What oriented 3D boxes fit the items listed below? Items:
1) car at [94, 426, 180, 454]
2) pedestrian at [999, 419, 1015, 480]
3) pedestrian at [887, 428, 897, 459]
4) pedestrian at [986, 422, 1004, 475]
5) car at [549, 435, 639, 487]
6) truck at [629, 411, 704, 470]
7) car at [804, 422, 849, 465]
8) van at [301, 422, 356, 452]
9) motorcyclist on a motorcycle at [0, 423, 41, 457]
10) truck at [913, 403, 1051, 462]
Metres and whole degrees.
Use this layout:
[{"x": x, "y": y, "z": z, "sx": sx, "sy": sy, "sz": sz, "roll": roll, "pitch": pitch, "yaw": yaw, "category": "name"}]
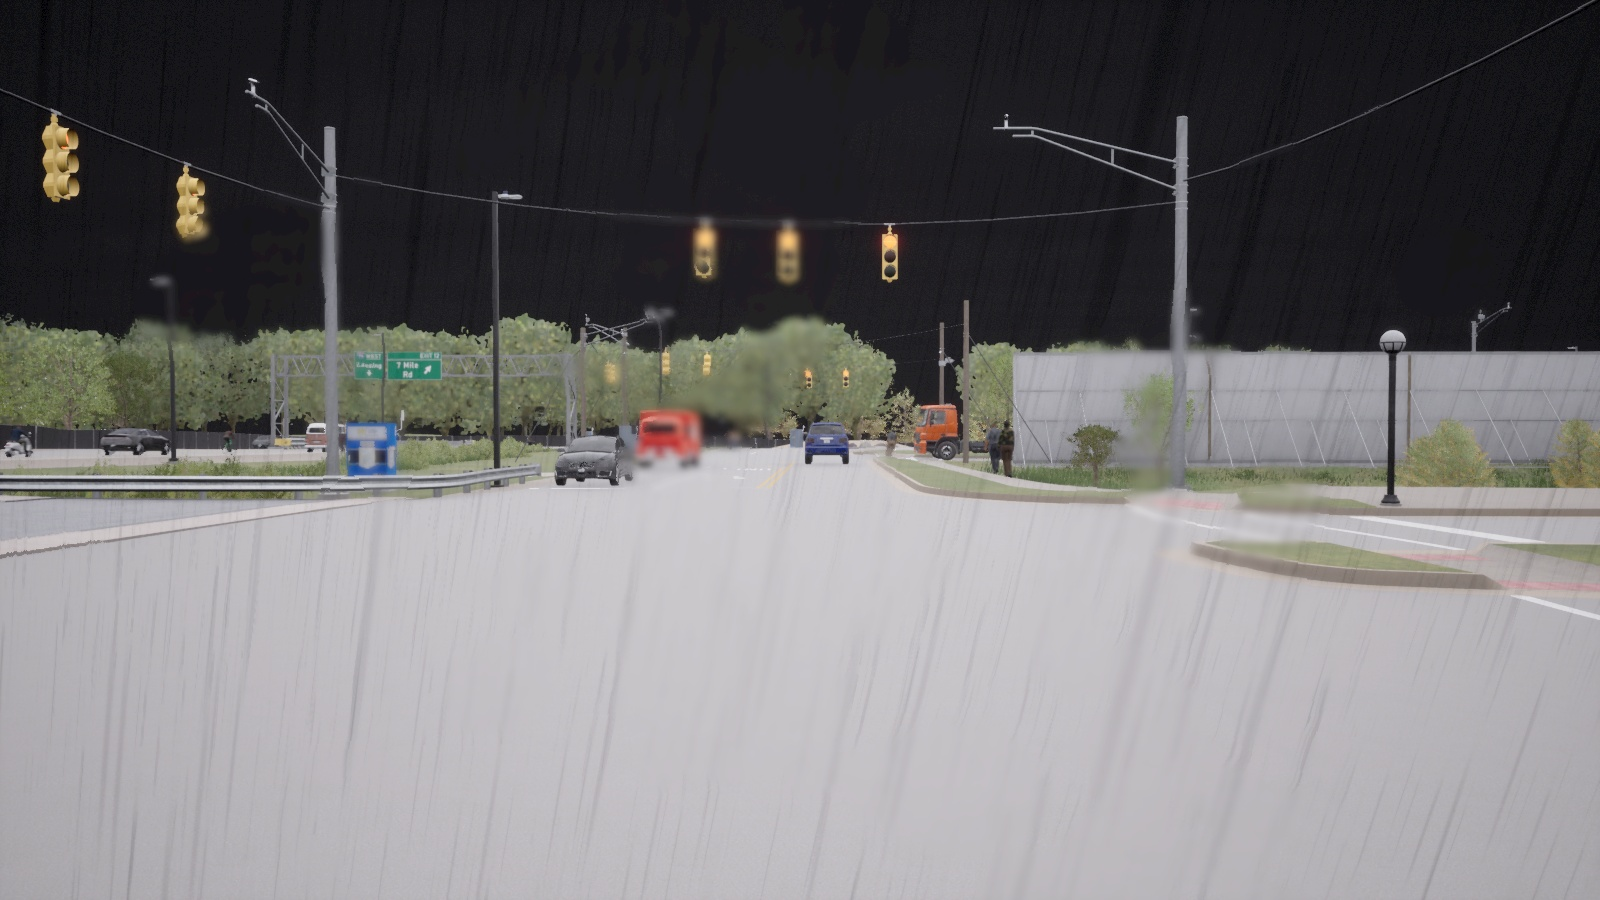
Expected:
[{"x": -36.727, "y": -0.541, "z": 69.722, "sx": 2.128, "sy": 1.511, "sz": 4.902, "roll": 0, "pitch": 0, "yaw": 1, "category": "car"}, {"x": 6.674, "y": -0.031, "z": 40.510, "sx": 0.395, "sy": 1.930, "sz": 0.692, "roll": 0, "pitch": 2, "yaw": 1, "category": "pedestrian"}, {"x": 5.615, "y": -0.395, "z": 76.905, "sx": 0.540, "sy": 1.848, "sz": 0.694, "roll": 0, "pitch": 2, "yaw": 0, "category": "pedestrian"}, {"x": 6.855, "y": -0.059, "z": 44.185, "sx": 0.540, "sy": 1.848, "sz": 0.694, "roll": 0, "pitch": 2, "yaw": 2, "category": "pedestrian"}, {"x": -6.251, "y": 0.292, "z": 38.694, "sx": 1.837, "sy": 1.490, "sz": 4.892, "roll": 0, "pitch": 1, "yaw": 2, "category": "car"}, {"x": -5.831, "y": -0.442, "z": 55.396, "sx": 2.627, "sy": 2.467, "sz": 5.204, "roll": 0, "pitch": 1, "yaw": 1, "category": "truck"}, {"x": 1.361, "y": -0.350, "z": 62.966, "sx": 2.150, "sy": 2.045, "sz": 5.566, "roll": 0, "pitch": 1, "yaw": 2, "category": "car"}, {"x": -32.876, "y": -0.877, "z": 87.745, "sx": 2.069, "sy": 2.038, "sz": 4.480, "roll": 0, "pitch": 0, "yaw": 1, "category": "van"}, {"x": -36.927, "y": -0.483, "z": 59.469, "sx": 0.866, "sy": 1.590, "sz": 1.817, "roll": 0, "pitch": 0, "yaw": 1, "category": "motorcyclist on a motorcycle"}, {"x": 11.122, "y": -1.089, "z": 77.374, "sx": 7.936, "sy": 3.462, "sz": 2.891, "roll": 1, "pitch": 2, "yaw": -4, "category": "truck"}]
